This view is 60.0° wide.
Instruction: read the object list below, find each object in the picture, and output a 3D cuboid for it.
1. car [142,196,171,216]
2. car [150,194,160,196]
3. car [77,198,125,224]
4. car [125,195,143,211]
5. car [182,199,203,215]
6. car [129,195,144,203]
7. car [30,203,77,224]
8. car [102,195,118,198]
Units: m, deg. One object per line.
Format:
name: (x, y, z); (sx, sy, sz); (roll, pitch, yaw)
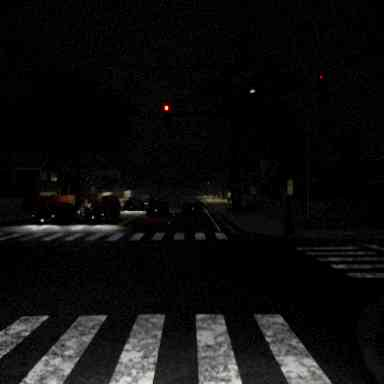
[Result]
car: (-3.176, 1.410, 31.934); (2.128, 1.511, 4.902); (0, 0, 0)
car: (-6.546, 1.075, 58.702); (1.837, 1.490, 4.892); (0, 1, 0)
car: (-6.619, 1.448, 24.666); (1.837, 1.490, 4.892); (0, 0, 0)
car: (-6.627, 1.433, 38.161); (1.994, 1.385, 4.181); (0, 1, 0)
car: (0.076, 1.388, 33.184); (1.882, 1.535, 5.008); (0, 0, 0)
car: (-9.795, 1.171, 58.792); (1.895, 1.301, 4.718); (0, 1, 0)
car: (-9.871, 1.491, 24.585); (2.033, 1.411, 5.357); (0, 0, 0)
car: (-9.876, 1.208, 39.394); (2.097, 1.767, 4.553); (0, 1, 0)
